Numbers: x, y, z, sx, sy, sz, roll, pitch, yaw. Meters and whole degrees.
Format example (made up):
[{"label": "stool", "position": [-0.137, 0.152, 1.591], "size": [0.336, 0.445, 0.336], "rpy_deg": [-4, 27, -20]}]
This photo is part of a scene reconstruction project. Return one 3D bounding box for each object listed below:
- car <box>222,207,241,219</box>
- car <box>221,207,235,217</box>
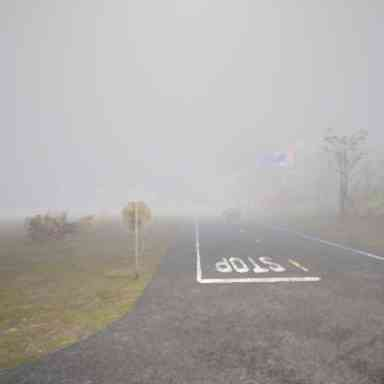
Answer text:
[{"label": "car", "position": [5.973, 3.051, 47.958], "size": [2.128, 1.511, 4.902], "rpy_deg": [-1, -2, 1]}, {"label": "car", "position": [6.027, 3.309, 55.768], "size": [1.882, 1.535, 5.008], "rpy_deg": [-1, -2, 1]}]
